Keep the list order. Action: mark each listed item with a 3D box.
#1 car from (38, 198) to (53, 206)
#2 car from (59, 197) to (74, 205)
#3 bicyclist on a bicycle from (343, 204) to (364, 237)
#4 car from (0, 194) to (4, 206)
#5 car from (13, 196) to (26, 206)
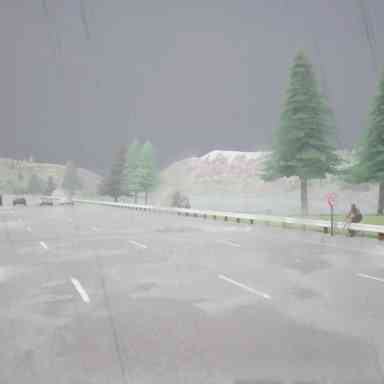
[{"bbox_3d":[-24.036,1.601,54.446,1.895,1.301,4.718,0,0,-31],"label":"car"},{"bbox_3d":[-21.663,1.526,57.301,1.812,1.442,4.674,0,0,-30],"label":"car"},{"bbox_3d":[8.097,1.437,16.590,1.656,1.620,0.582,5,-2,-30],"label":"bicyclist on a bicycle"},{"bbox_3d":[-32.004,1.221,54.156,2.150,2.045,5.566,0,0,-31],"label":"car"},{"bbox_3d":[-29.355,1.491,56.549,2.128,1.511,4.902,0,0,-31],"label":"car"}]
